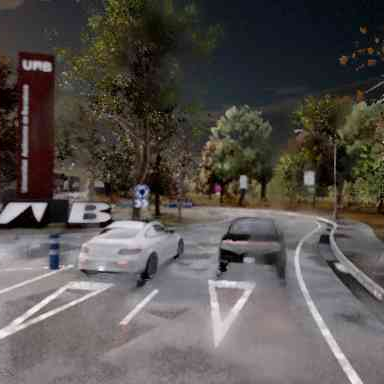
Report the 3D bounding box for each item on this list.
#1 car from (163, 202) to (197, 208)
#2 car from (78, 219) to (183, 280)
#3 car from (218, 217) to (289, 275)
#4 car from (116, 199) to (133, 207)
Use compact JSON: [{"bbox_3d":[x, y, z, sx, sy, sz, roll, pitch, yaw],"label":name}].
[{"bbox_3d":[-1.919,1.809,51.949,5.357,1.411,2.033,0,0,30],"label":"car"},{"bbox_3d":[-1.604,1.548,10.029,1.812,1.442,4.674,0,0,13],"label":"car"},{"bbox_3d":[2.071,1.552,10.862,2.128,1.511,4.902,0,0,14],"label":"car"},{"bbox_3d":[-9.611,1.755,51.437,4.181,1.385,1.994,0,0,9],"label":"car"}]
